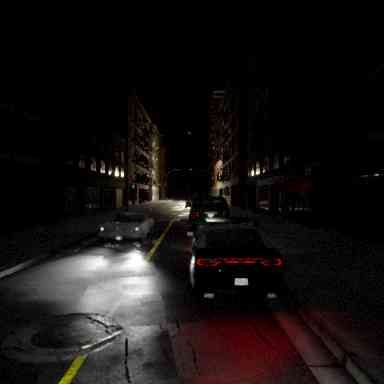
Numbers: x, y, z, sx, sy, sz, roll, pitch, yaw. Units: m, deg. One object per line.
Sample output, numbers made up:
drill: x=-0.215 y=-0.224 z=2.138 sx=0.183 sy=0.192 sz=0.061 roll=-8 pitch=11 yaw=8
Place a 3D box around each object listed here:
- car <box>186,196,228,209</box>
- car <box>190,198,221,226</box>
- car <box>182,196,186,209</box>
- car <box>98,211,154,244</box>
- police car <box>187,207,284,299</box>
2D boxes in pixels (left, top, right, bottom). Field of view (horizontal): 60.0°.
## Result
car: x=0.896 y=1.231 z=18.554 sx=2.150 sy=2.045 sz=5.566 roll=0 pitch=0 yaw=0
car: x=0.894 y=1.360 z=24.494 sx=2.097 sy=1.767 sz=4.553 roll=0 pitch=0 yaw=0
car: x=0.013 y=1.576 z=46.851 sx=2.033 sy=1.411 sz=5.357 roll=0 pitch=0 yaw=1
car: x=-3.004 y=1.605 z=15.904 sx=1.895 sy=1.301 sz=4.718 roll=0 pitch=0 yaw=0
police car: x=0.898 y=1.427 z=8.633 sx=1.930 sy=1.638 sz=5.238 roll=0 pitch=0 yaw=0
